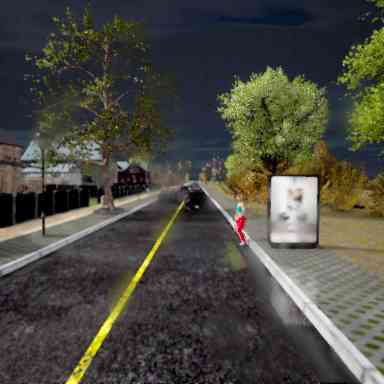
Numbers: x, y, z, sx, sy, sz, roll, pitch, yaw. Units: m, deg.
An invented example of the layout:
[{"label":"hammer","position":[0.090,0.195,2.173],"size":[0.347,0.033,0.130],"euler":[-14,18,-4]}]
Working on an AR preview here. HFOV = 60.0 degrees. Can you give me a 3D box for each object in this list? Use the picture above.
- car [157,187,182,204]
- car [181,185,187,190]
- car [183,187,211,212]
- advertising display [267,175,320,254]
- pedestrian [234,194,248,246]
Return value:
[{"label":"car","position":[-2.411,0.441,33.891],"size":[2.033,1.411,5.357],"euler":[0,2,1]},{"label":"car","position":[-1.792,-0.911,74.325],"size":[1.994,1.385,4.181],"euler":[0,2,1]},{"label":"car","position":[0.384,0.681,25.283],"size":[1.837,1.490,4.892],"euler":[0,2,1]},{"label":"advertising display","position":[3.146,0.684,10.366],"size":[1.540,2.440,0.280],"euler":[0,2,1]},{"label":"pedestrian","position":[1.695,0.915,11.515],"size":[0.375,1.860,0.375],"euler":[0,2,-5]}]
